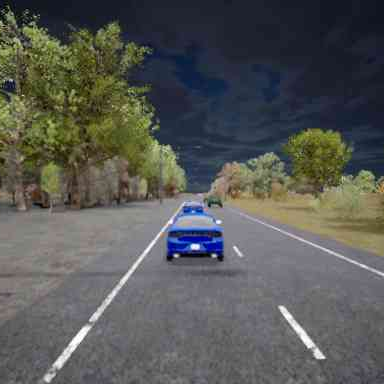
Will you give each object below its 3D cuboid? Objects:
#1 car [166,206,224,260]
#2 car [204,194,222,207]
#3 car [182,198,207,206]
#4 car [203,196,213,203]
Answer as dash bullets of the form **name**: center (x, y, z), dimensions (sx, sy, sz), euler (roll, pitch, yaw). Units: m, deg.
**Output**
- **car**: center (0.103, 1.507, 12.526), dimensions (1.882, 1.535, 5.008), euler (0, 0, 0)
- **car**: center (3.613, 1.353, 53.896), dimensions (2.150, 2.045, 5.566), euler (0, 0, 0)
- **car**: center (0.107, 1.551, 31.147), dimensions (1.882, 1.535, 5.008), euler (0, 0, 0)
- **car**: center (3.518, 1.655, 73.069), dimensions (1.882, 1.535, 5.008), euler (0, 0, 0)
